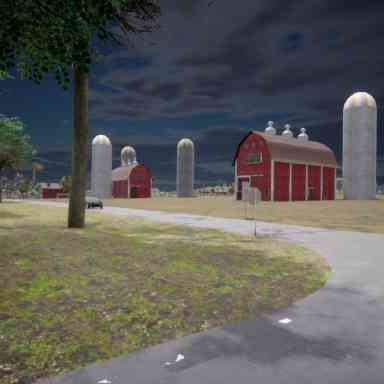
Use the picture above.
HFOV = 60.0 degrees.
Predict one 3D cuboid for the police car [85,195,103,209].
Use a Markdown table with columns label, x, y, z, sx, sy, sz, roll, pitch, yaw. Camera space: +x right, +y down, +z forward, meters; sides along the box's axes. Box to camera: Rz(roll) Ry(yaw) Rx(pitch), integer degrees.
| label | x | y | z | sx | sy | sz | roll | pitch | yaw |
| --- | --- | --- | --- | --- | --- | --- | --- | --- | --- |
| police car | -12.706 | 1.242 | 41.714 | 1.930 | 1.638 | 5.238 | 1 | -1 | -35 |
